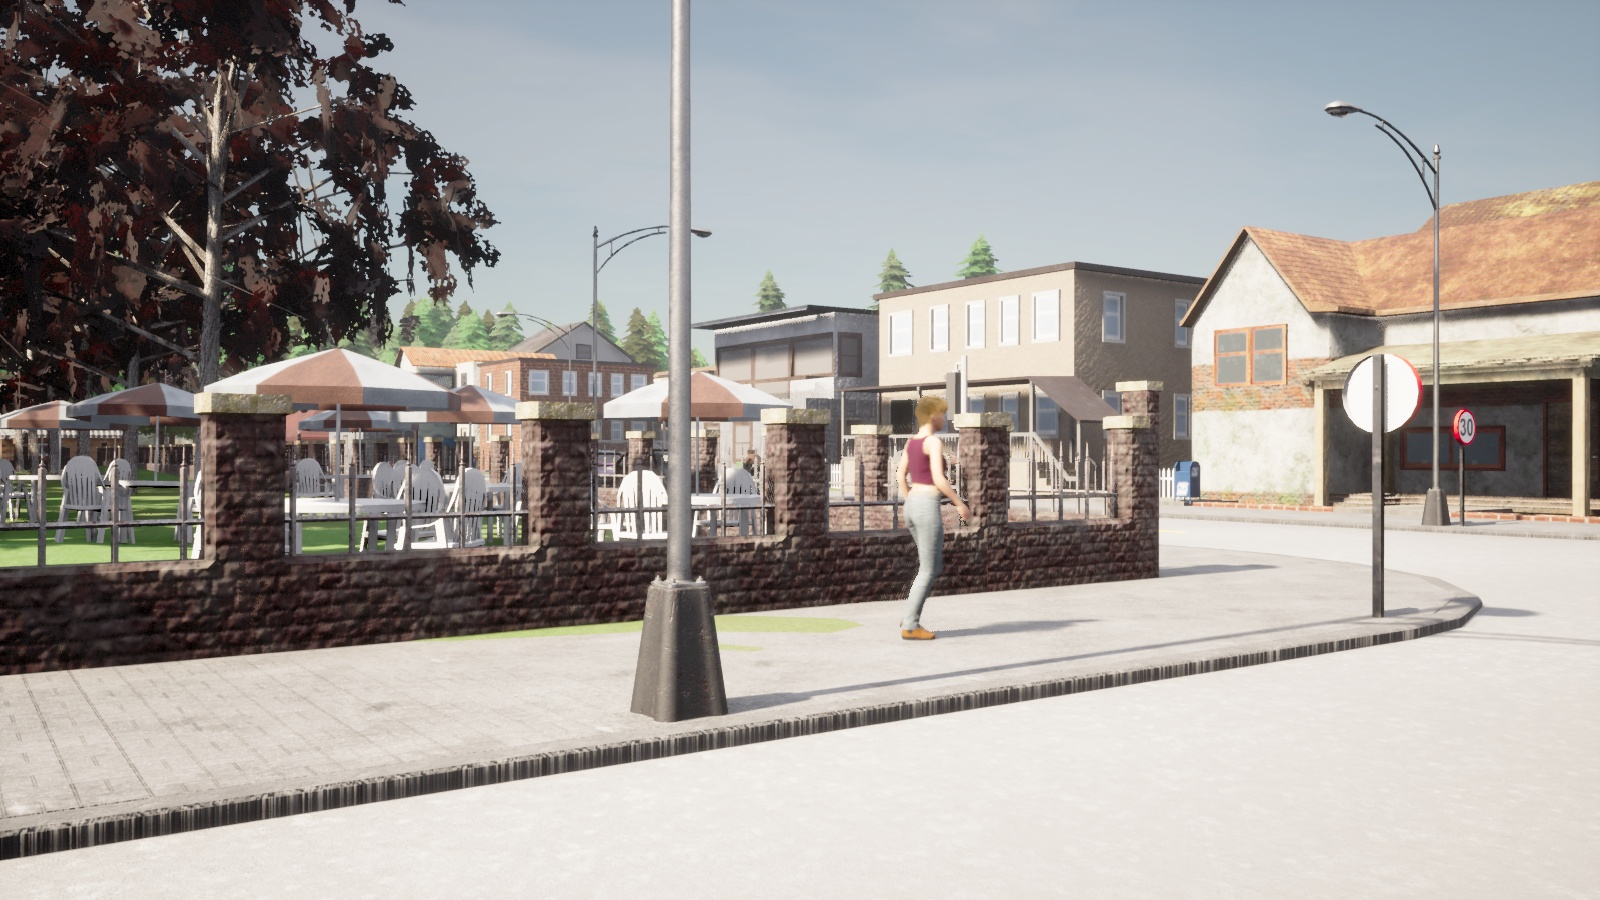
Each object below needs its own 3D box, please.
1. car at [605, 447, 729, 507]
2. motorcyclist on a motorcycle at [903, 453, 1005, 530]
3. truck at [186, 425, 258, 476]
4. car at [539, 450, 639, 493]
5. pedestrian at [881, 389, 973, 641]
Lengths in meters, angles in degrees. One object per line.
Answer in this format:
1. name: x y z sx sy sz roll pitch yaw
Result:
1. car: -3.909 0.741 36.333 1.851 1.617 3.988 0 0 -35
2. motorcyclist on a motorcycle: 3.186 0.837 26.199 0.866 1.530 2.191 0 0 -35
3. truck: -41.321 0.070 89.628 2.891 3.462 7.936 0 0 -38
4. car: -8.432 0.814 49.772 2.033 1.649 4.856 0 0 -35
5. pedestrian: 0.952 0.476 9.429 0.594 1.836 0.345 0 0 -20
